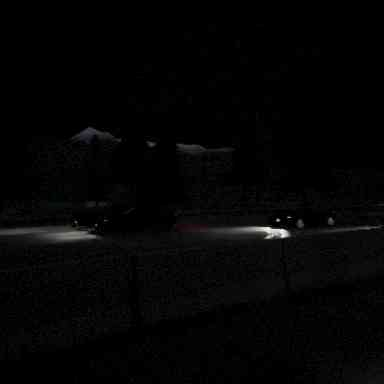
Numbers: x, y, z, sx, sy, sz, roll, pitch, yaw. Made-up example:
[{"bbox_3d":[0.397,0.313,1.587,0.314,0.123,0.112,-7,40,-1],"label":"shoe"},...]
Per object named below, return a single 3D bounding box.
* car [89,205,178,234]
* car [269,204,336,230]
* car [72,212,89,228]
[{"bbox_3d":[-3.015,1.445,18.583,4.674,1.442,1.812,0,0,-32],"label":"car"},{"bbox_3d":[6.746,1.442,20.230,4.181,1.385,1.994,0,0,-28],"label":"car"},{"bbox_3d":[-5.165,1.513,21.374,4.718,1.301,1.895,0,0,-32],"label":"car"}]
